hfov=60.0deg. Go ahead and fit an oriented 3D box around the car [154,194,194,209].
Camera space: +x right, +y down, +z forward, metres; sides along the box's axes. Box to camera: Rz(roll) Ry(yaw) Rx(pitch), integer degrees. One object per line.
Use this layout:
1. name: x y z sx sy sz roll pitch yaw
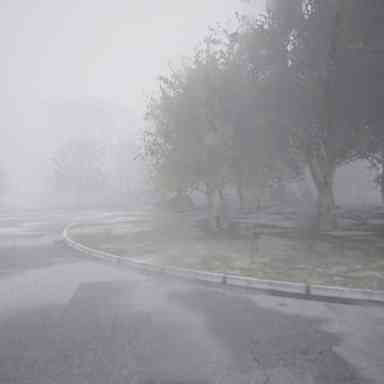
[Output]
1. car: -2.064 1.046 38.447 4.553 1.767 2.097 -1 1 -33
